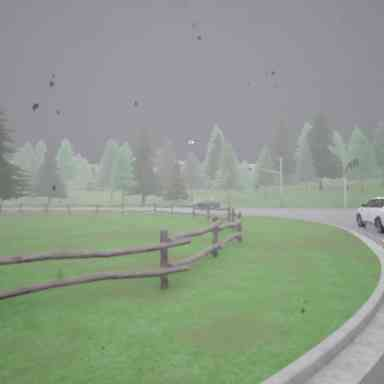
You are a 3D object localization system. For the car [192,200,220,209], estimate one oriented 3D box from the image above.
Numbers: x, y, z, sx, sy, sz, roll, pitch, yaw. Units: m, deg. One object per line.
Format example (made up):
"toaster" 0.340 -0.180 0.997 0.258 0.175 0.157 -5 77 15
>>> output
"car" 2.156 2.003 53.036 4.674 1.442 1.812 -1 -2 31

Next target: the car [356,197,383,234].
"car" 11.565 1.279 19.633 2.150 2.045 5.566 0 0 10
